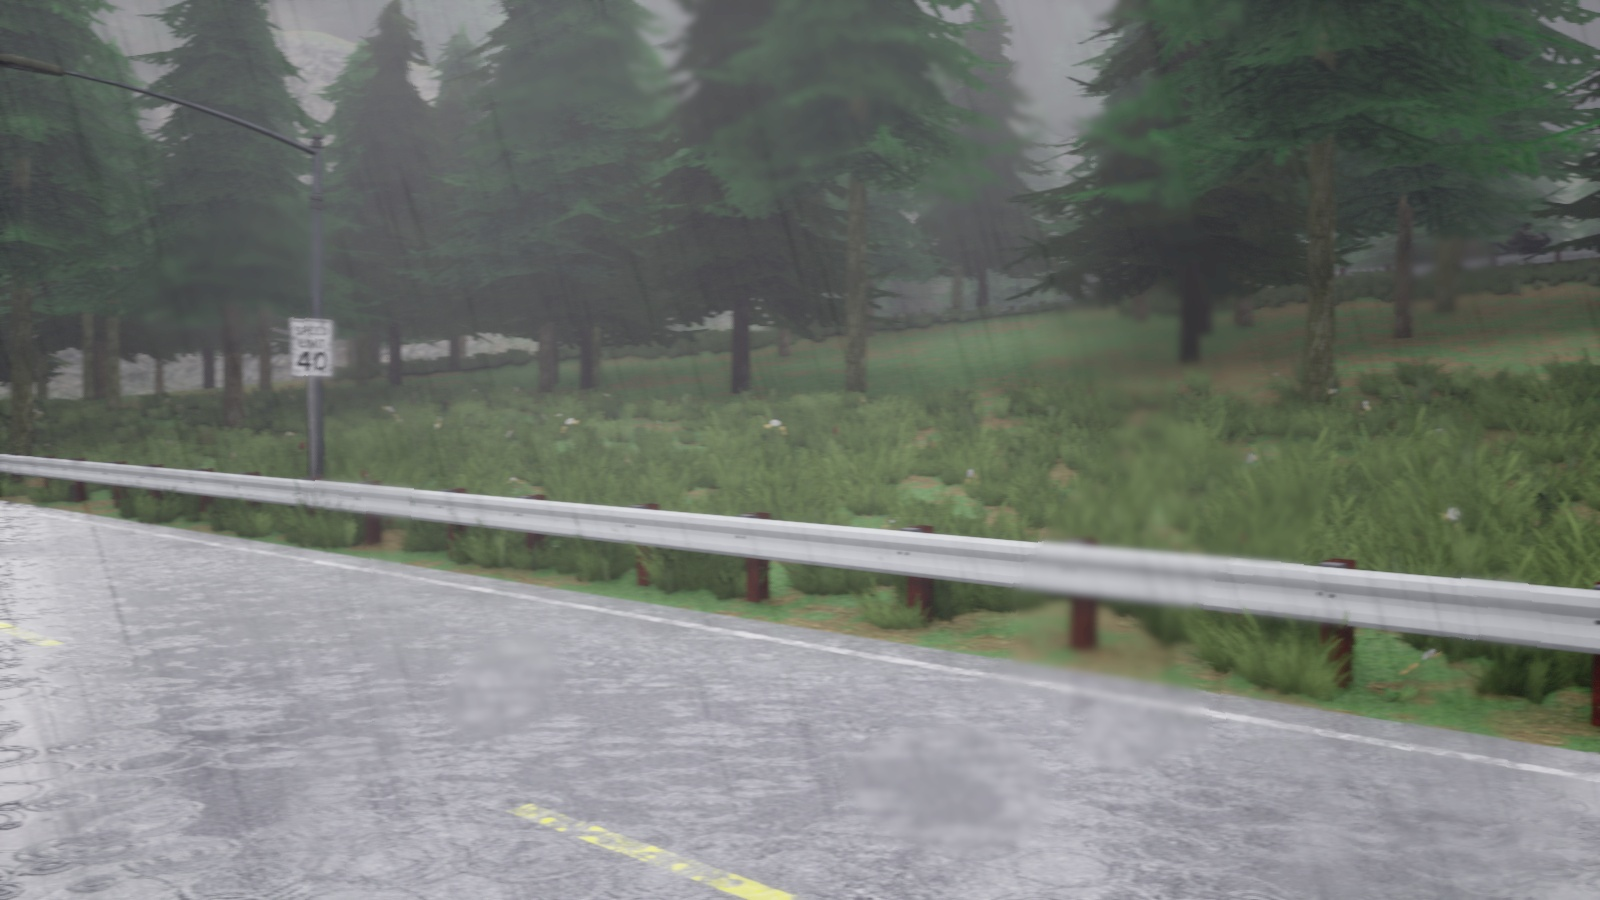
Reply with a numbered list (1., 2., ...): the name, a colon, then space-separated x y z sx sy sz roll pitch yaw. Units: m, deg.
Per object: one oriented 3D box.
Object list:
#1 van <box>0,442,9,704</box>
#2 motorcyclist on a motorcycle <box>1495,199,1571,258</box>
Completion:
1. van: -6.936 0.452 7.927 4.480 2.038 2.069 1 2 42
2. motorcyclist on a motorcycle: 24.259 -7.315 41.571 2.044 1.523 0.797 -5 -1 33
